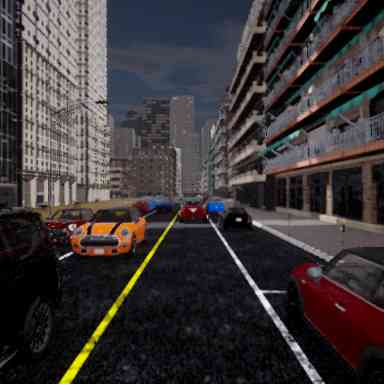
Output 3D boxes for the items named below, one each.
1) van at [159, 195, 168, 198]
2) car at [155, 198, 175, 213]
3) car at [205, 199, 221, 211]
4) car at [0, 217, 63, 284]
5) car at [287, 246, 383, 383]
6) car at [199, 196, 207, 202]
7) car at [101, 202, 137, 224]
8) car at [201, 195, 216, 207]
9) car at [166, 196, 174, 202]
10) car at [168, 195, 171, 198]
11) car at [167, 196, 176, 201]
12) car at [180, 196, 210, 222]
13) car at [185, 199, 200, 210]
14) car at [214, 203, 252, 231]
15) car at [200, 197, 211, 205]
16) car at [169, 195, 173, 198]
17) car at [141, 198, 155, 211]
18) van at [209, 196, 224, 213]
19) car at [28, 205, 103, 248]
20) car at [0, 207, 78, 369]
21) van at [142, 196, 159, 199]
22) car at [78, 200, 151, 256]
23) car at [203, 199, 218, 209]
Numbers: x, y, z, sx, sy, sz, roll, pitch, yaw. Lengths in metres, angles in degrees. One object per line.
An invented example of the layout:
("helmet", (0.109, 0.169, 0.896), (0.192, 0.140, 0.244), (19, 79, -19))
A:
("van", (-5.706, 1.527, 59.808), (1.690, 1.788, 3.998), (0, 0, 0))
("car", (-3.018, 1.716, 38.981), (1.895, 1.301, 4.718), (0, 0, 0))
("car", (2.679, 1.673, 43.225), (1.887, 1.381, 4.507), (0, 0, 0))
("car", (-5.697, 1.592, 10.059), (1.947, 1.339, 4.313), (0, 0, 0))
("car", (2.683, 1.452, 4.532), (1.967, 1.590, 4.097), (0, 0, 0))
("car", (2.672, 1.711, 81.919), (1.967, 1.590, 4.097), (0, 0, 0))
("car", (-5.700, 1.600, 26.472), (1.752, 1.417, 4.829), (0, 0, 0))
("car", (2.674, 1.481, 54.282), (2.192, 1.841, 5.009), (0, 0, 0))
("car", (-5.709, 1.839, 87.445), (1.887, 1.381, 4.507), (0, 0, 0))
("car", (-5.705, 1.788, 65.335), (1.802, 1.307, 4.206), (0, 0, 0))
("car", (-5.710, 1.868, 92.973), (2.008, 1.369, 4.403), (0, 0, 0))
("car", (0.096, 1.429, 27.176), (2.097, 1.767, 4.553), (0, 0, 0))
("car", (0.078, 1.700, 45.393), (1.994, 1.385, 4.181), (0, 0, 0))
("car", (2.681, 1.624, 21.115), (1.947, 1.339, 4.313), (0, 0, 0))
("car", (2.675, 1.772, 65.335), (1.947, 1.339, 4.313), (0, 0, 0))
("car", (-5.706, 1.778, 70.863), (2.008, 1.369, 4.403), (0, 0, 0))
("car", (-5.701, 1.655, 37.697), (1.887, 1.381, 4.507), (0, 0, 0))
("van", (2.678, 1.452, 37.698), (1.690, 1.788, 3.998), (0, 0, 0))
("car", (-5.699, 1.482, 15.587), (1.967, 1.590, 4.097), (0, 0, 0))
("car", (-3.084, 1.229, 2.950), (2.150, 2.045, 5.566), (0, 0, 0))
("van", (-5.703, 1.469, 43.225), (1.690, 1.788, 3.998), (0, 0, 0))
("car", (-3.072, 1.388, 13.275), (2.097, 1.767, 4.553), (0, 0, 0))
("car", (2.678, 1.698, 48.753), (2.008, 1.369, 4.403), (0, 0, 0))
